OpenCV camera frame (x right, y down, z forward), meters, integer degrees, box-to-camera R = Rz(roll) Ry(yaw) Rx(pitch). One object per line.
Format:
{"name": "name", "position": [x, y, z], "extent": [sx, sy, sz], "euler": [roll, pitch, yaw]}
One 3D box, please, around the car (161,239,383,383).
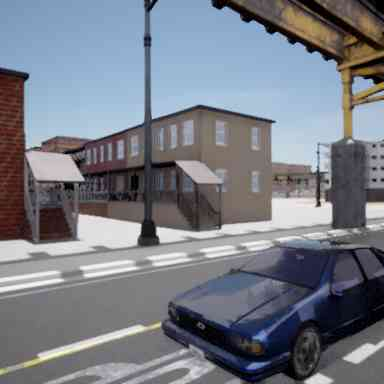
{"name": "car", "position": [2.132, 1.584, 5.767], "extent": [5.357, 1.411, 2.033], "euler": [0, -1, -39]}
